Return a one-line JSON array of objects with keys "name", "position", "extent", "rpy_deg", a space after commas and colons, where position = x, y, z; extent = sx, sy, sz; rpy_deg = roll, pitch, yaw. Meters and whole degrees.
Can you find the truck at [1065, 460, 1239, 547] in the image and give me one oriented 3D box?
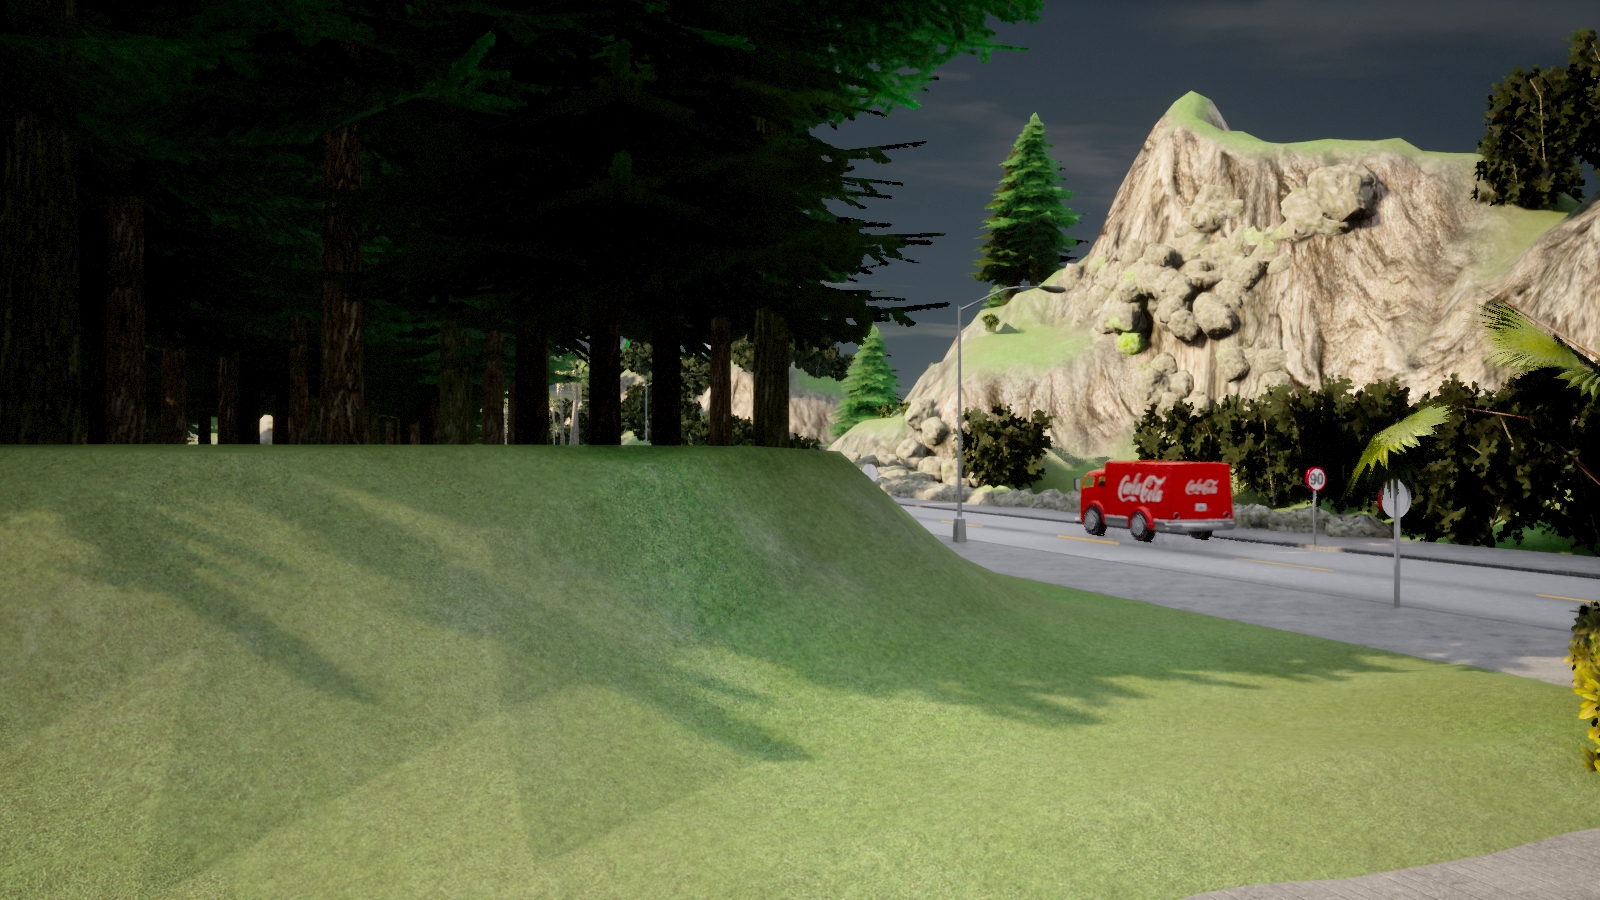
[{"name": "truck", "position": [10.980, 1.570, 36.126], "extent": [2.627, 2.467, 5.204], "rpy_deg": [0, 0, -20]}]
